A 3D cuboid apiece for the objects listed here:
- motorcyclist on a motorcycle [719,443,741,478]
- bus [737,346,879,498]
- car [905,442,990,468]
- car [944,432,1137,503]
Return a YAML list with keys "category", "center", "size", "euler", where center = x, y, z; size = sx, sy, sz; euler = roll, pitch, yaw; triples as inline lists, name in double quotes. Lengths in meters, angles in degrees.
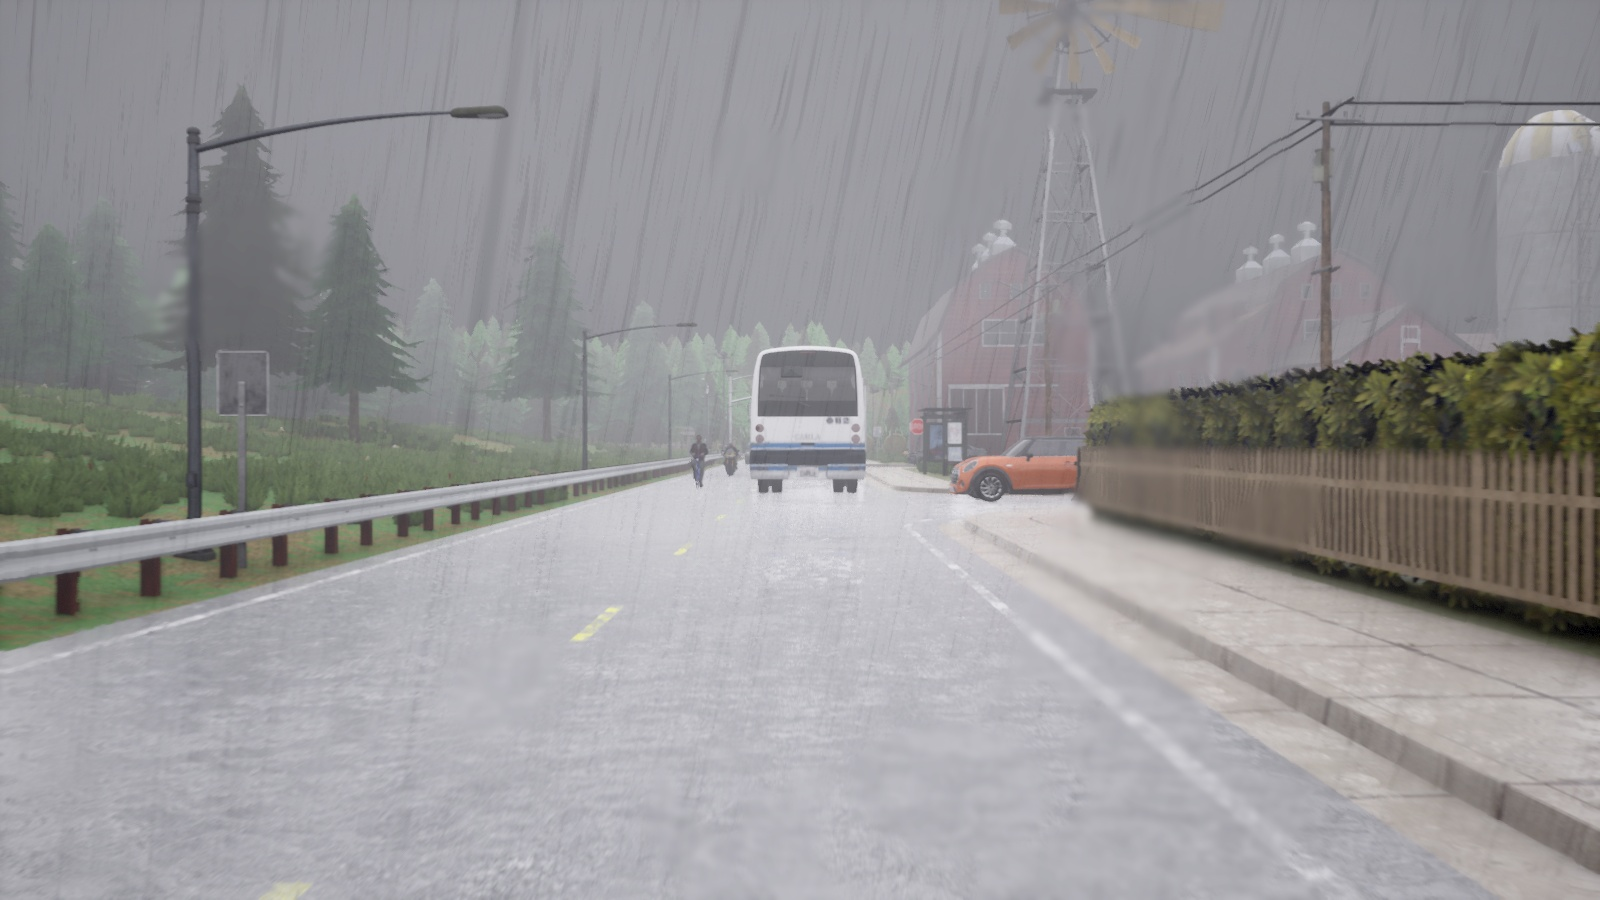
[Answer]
- category: "motorcyclist on a motorcycle"
  center: [-3.160, 0.458, 57.105]
  size: [0.866, 1.530, 2.191]
  euler: [0, 0, 0]
- category: "bus"
  center: [0.245, -0.855, 40.156]
  size: [3.944, 4.253, 10.273]
  euler: [0, 1, 0]
- category: "car"
  center: [8.825, 0.288, 75.264]
  size: [4.902, 1.511, 2.128]
  euler: [0, 0, 2]
- category: "car"
  center: [6.114, 0.429, 32.306]
  size: [4.553, 1.767, 2.097]
  euler: [0, 0, -1]
